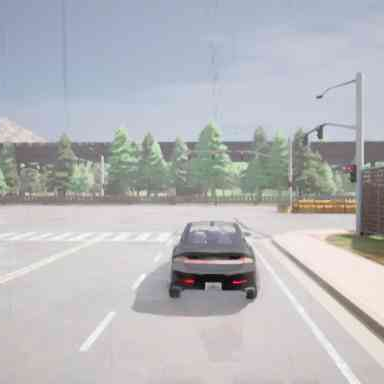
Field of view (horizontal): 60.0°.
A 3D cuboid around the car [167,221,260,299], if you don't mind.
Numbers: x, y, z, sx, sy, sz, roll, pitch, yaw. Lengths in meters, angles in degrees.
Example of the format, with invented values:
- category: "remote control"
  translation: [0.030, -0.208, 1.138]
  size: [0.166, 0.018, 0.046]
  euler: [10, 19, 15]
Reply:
- category: "car"
  translation: [0.510, 1.475, 8.396]
  size: [2.128, 1.511, 4.902]
  euler: [0, 0, 3]

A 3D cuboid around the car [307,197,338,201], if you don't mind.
- category: "car"
  translation: [15.743, 1.408, 41.474]
  size: [4.902, 1.511, 2.128]
  euler: [0, 0, 2]
